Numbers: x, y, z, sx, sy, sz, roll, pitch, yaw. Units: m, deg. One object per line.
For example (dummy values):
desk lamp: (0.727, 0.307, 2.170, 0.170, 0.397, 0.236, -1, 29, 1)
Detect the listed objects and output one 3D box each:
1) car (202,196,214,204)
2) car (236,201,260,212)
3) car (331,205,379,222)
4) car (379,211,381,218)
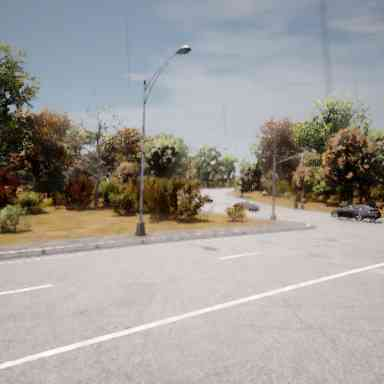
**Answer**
car: (2.526, 1.339, 59.342, 1.895, 1.301, 4.718, 2, 2, -12)
car: (7.145, 1.866, 43.451, 1.994, 1.385, 4.181, 2, 1, -20)
car: (15.635, 2.002, 32.002, 2.128, 1.511, 4.902, 2, -1, -20)
car: (7.331, 1.336, 9.026, 4.553, 1.767, 2.097, 1, 0, -35)
